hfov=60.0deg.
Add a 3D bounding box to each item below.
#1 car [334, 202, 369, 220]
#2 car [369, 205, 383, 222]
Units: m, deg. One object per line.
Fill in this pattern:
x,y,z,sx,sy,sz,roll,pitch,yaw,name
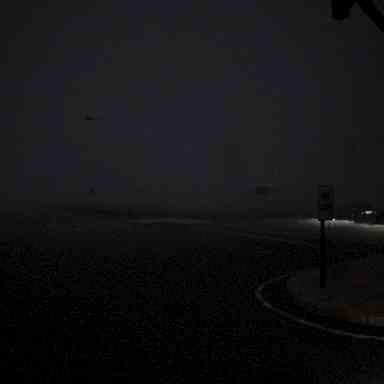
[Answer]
13.831,1.564,27.948,4.181,1.385,1.994,0,0,-35,car
15.711,1.477,24.991,5.008,1.535,1.882,0,0,-35,car
